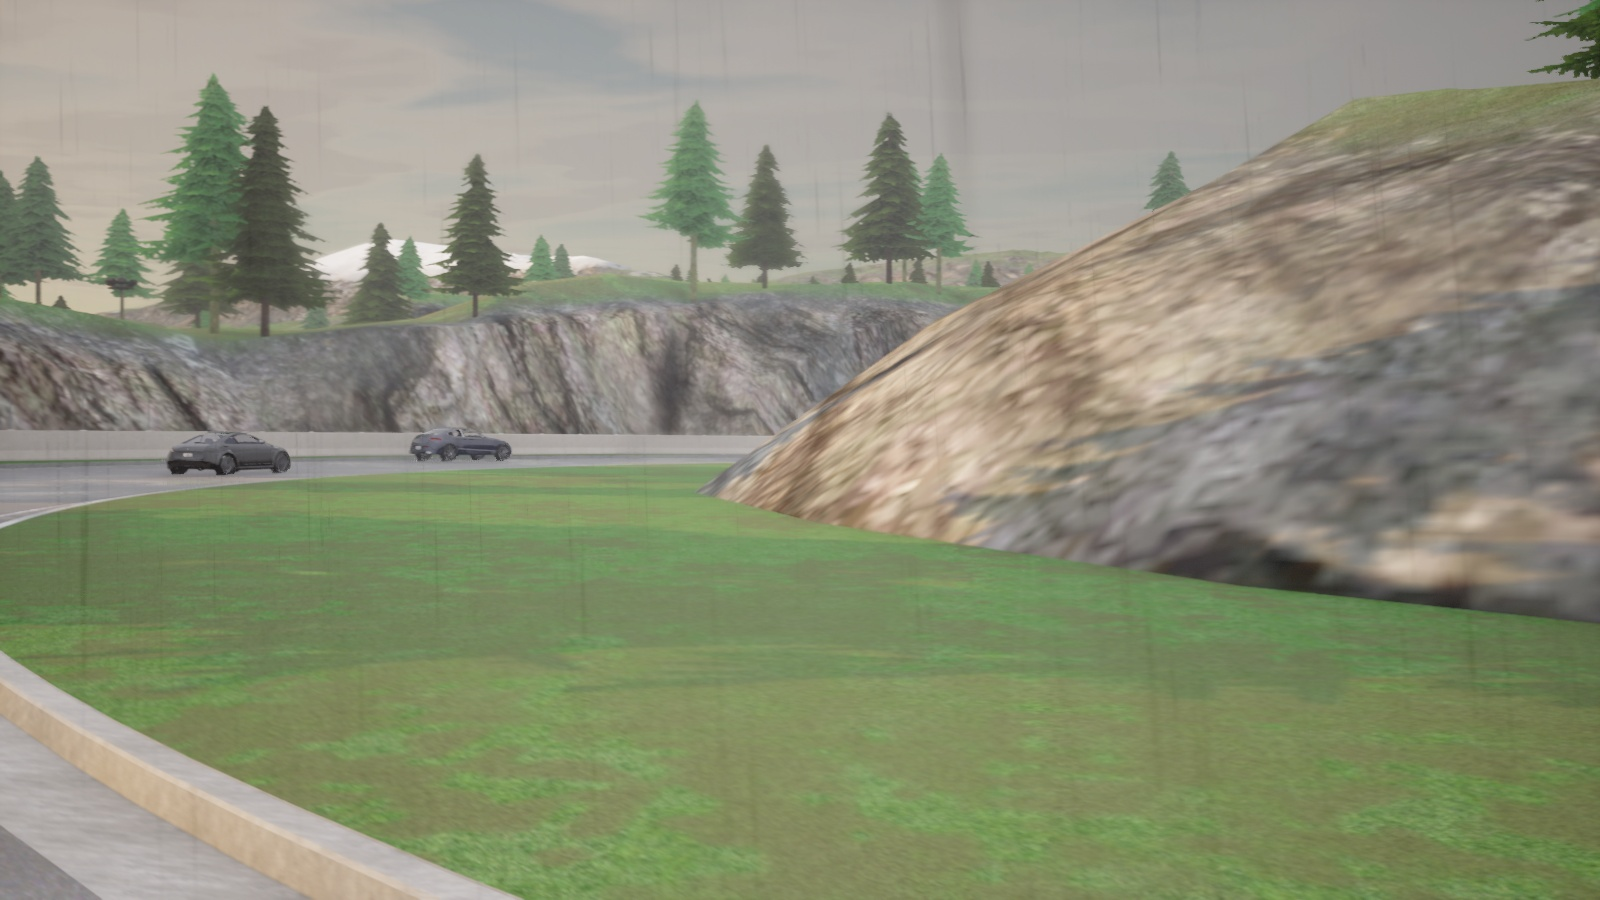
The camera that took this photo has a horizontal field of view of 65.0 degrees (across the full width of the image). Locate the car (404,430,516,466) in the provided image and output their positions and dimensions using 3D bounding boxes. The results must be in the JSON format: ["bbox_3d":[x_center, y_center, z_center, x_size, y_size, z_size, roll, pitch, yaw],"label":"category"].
[{"bbox_3d":[-16.460,-0.123,61.055,2.152,1.651,5.027,0,1,36],"label":"car"}]

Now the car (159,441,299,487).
[{"bbox_3d":[-18.464,0.434,40.820,1.994,1.385,4.181,0,1,13],"label":"car"}]
